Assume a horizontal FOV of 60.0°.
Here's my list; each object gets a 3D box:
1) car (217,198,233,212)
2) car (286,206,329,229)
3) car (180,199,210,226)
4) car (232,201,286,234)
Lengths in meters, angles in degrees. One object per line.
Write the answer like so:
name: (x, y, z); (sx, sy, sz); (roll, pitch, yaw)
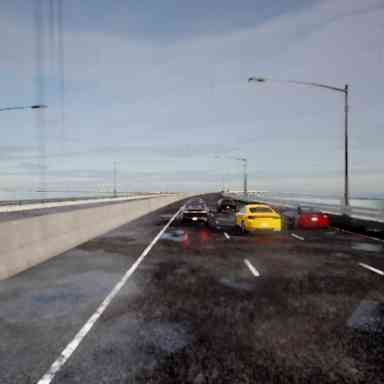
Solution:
car: (3.862, 1.469, 37.780); (1.882, 1.535, 5.008); (0, 0, 1)
car: (7.188, 1.563, 21.481); (1.994, 1.385, 4.181); (0, 0, 0)
car: (0.204, 1.490, 23.568); (2.128, 1.511, 4.902); (0, 0, 0)
car: (3.670, 1.477, 19.172); (1.882, 1.535, 5.008); (0, 0, 0)
